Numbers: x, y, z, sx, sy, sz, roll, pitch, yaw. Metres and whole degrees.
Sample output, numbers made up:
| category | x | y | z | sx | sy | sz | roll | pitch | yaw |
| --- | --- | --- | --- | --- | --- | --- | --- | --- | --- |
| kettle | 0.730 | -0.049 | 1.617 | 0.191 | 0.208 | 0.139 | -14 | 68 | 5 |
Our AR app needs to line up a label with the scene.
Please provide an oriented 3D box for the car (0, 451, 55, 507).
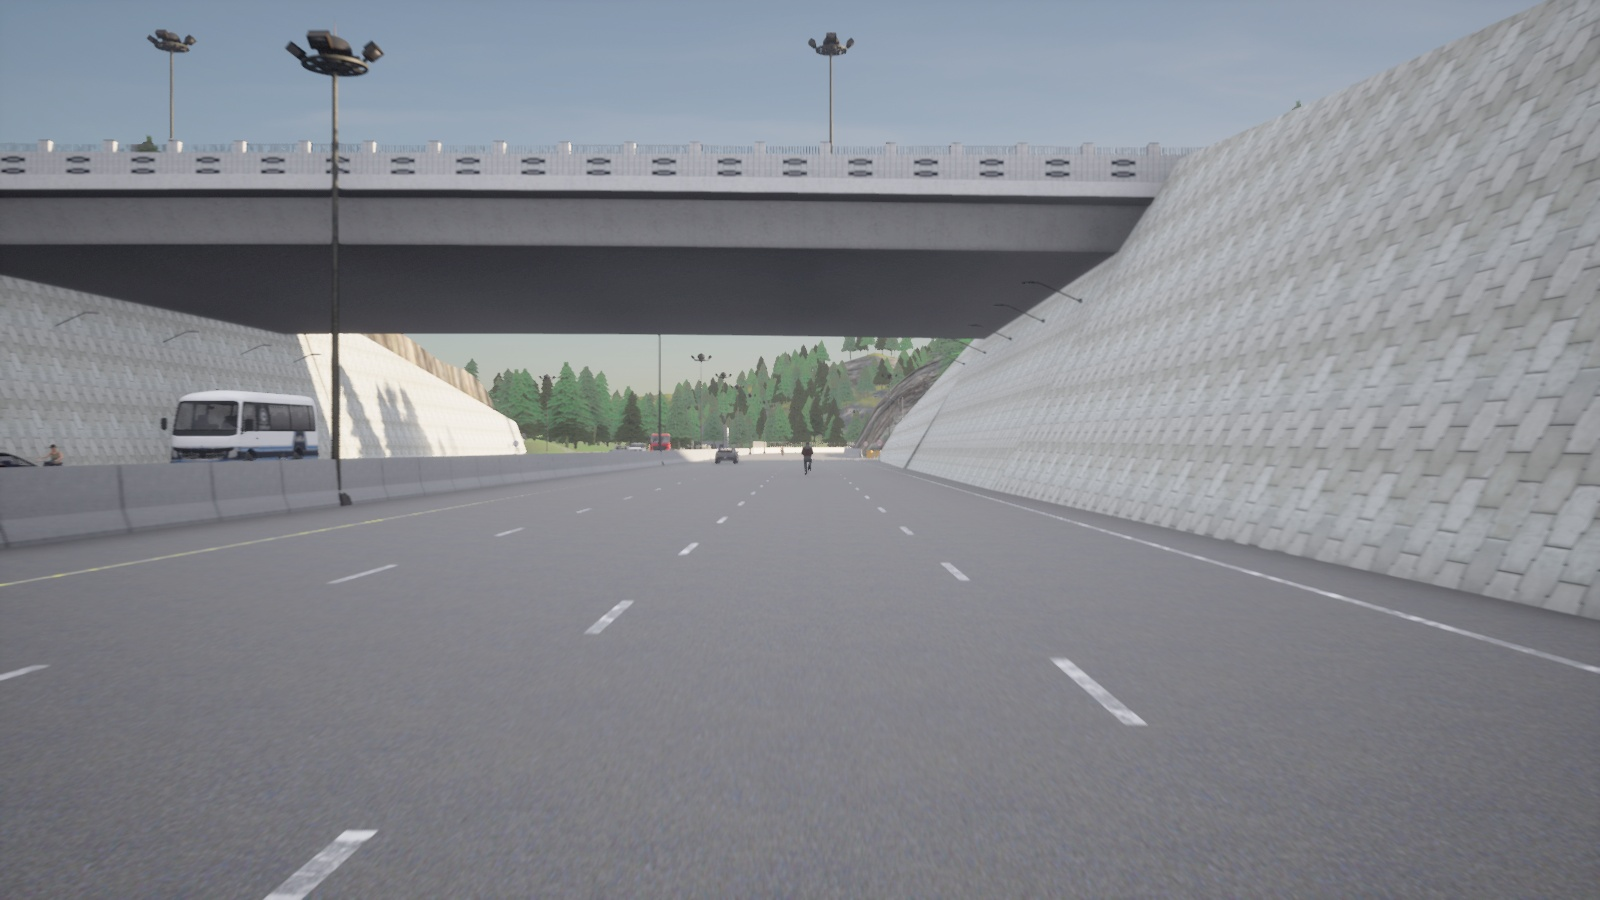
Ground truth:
| category | x | y | z | sx | sy | sz | roll | pitch | yaw |
| --- | --- | --- | --- | --- | --- | --- | --- | --- | --- |
| car | -20.805 | 0.717 | 31.285 | 1.994 | 1.385 | 4.181 | 0 | 0 | 0 |

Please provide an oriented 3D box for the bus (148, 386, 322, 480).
| category | x | y | z | sx | sy | sz | roll | pitch | yaw |
| --- | --- | --- | --- | --- | --- | --- | --- | --- | --- |
| bus | -27.627 | -0.804 | 62.235 | 3.944 | 4.253 | 10.273 | 0 | 0 | 0 |
